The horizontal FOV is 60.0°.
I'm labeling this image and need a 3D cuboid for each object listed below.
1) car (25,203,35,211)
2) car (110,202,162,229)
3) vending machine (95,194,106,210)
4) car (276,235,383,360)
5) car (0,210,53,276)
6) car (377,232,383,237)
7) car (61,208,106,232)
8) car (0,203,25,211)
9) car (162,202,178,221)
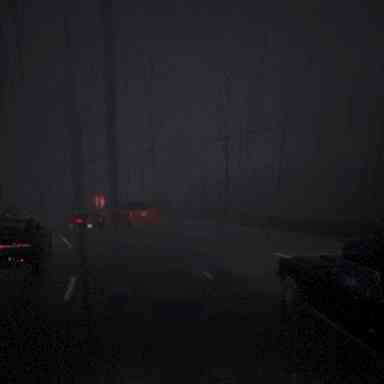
[{"bbox_3d":[-19.160,1.815,36.713,1.895,1.301,4.718,0,0,-44],"label":"car"},{"bbox_3d":[-4.124,1.442,23.005,2.097,1.767,4.553,0,0,-30],"label":"car"},{"bbox_3d":[-12.691,1.399,46.024,0.880,2.100,1.100,0,0,44],"label":"vending machine"},{"bbox_3d":[3.027,1.599,5.143,1.895,1.301,4.718,0,0,-9],"label":"car"},{"bbox_3d":[-5.459,1.552,10.216,2.128,1.511,4.902,0,0,-18],"label":"car"},{"bbox_3d":[5.865,1.517,8.391,1.812,1.442,4.674,0,0,-12],"label":"car"},{"bbox_3d":[-7.106,1.703,21.359,1.895,1.301,4.718,0,0,-31],"label":"car"},{"bbox_3d":[-15.406,1.643,27.173,1.882,1.535,5.008,0,0,-38],"label":"car"},{"bbox_3d":[-3.007,1.588,27.761,2.128,1.511,4.902,0,0,-33],"label":"car"}]
